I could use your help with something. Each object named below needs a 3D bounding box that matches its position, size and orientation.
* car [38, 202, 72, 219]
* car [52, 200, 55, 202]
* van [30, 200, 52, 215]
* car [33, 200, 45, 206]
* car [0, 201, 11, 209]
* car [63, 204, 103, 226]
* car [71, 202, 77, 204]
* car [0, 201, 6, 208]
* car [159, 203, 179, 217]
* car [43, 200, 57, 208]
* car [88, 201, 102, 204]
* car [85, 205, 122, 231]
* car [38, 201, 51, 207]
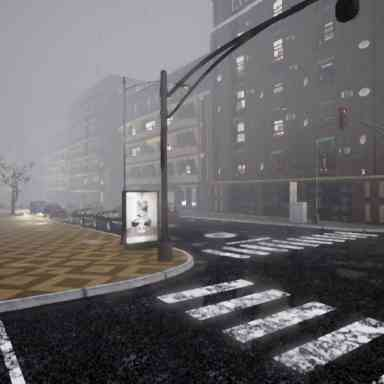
[{"bbox_3d":[-14.893,2.114,36.109,1.887,1.381,4.507,-2,0,-36],"label":"car"},{"bbox_3d":[-25.349,2.468,60.605,1.994,1.385,4.181,-1,-1,-36],"label":"car"},{"bbox_3d":[-19.811,2.034,42.997,1.690,1.788,3.998,-2,0,-36],"label":"van"},{"bbox_3d":[-37.823,2.795,82.258,1.887,1.381,4.507,-2,0,-36],"label":"car"},{"bbox_3d":[-38.087,2.702,68.323,2.008,1.369,4.403,-2,0,-36],"label":"car"},{"bbox_3d":[-8.818,1.968,27.632,2.008,1.369,4.403,-2,0,-36],"label":"car"},{"bbox_3d":[-21.504,2.421,59.695,1.802,1.307,4.206,-2,0,-36],"label":"car"},{"bbox_3d":[-44.614,2.861,77.348,1.887,1.381,4.507,-2,0,-36],"label":"car"},{"bbox_3d":[-3.132,1.821,34.506,1.967,1.590,4.097,-2,0,-36],"label":"car"},{"bbox_3d":[-31.299,2.525,73.233,1.967,1.590,4.097,-2,0,-36],"label":"car"},{"bbox_3d":[-14.977,2.116,50.672,1.967,1.590,4.097,-2,0,-36],"label":"car"},{"bbox_3d":[-5.554,1.886,23.119,2.008,1.369,4.403,-2,0,-36],"label":"car"},{"bbox_3d":[-34.559,2.733,77.746,1.947,1.339,4.313,-2,0,-36],"label":"car"}]
